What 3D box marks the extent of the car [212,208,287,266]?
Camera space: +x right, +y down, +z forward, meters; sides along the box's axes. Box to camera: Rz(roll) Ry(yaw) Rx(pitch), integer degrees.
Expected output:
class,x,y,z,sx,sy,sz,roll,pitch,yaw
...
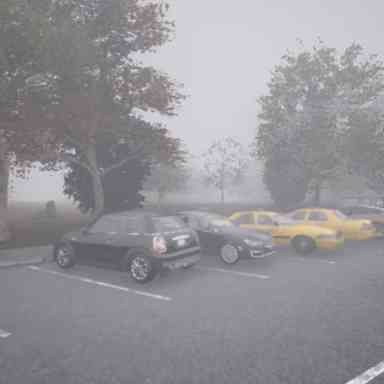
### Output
class,x,y,z,sx,sy,sz,roll,pitch,yaw
car,0.403,1.444,11.429,4.892,1.521,2.231,-1,-1,35

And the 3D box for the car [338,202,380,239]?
class,x,y,z,sx,sy,sz,roll,pitch,yaw
car,5.141,1.398,14.914,5.366,1.575,1.946,-1,0,35

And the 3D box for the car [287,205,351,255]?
class,x,y,z,sx,sy,sz,roll,pitch,yaw
car,3.000,1.416,13.014,5.366,1.575,1.946,-1,-1,35

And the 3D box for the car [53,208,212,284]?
class,x,y,z,sx,sy,sz,roll,pitch,yaw
car,-2.005,1.336,9.701,4.553,1.767,2.185,-1,0,35

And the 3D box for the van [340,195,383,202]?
class,x,y,z,sx,sy,sz,roll,pitch,yaw
van,10.073,1.122,18.228,4.442,1.987,1.878,-1,0,35

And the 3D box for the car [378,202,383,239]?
class,x,y,z,sx,sy,sz,roll,pitch,yaw
car,7.709,1.403,16.501,4.792,1.488,2.163,-1,0,35
